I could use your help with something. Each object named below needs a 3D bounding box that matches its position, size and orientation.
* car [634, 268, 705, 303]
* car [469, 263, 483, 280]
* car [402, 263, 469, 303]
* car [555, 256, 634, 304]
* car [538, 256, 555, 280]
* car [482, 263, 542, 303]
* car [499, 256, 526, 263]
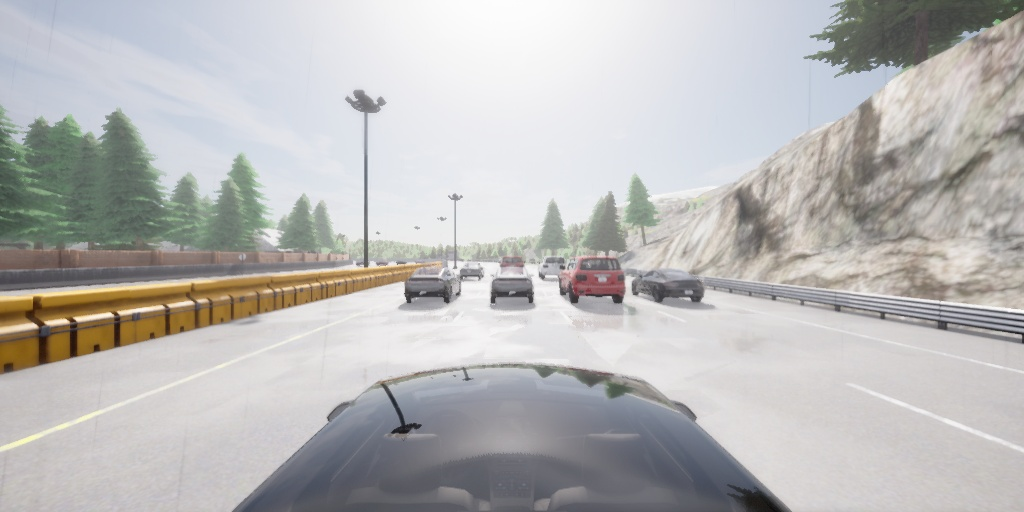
[{"bbox_3d":[7.005,1.280,16.480,1.812,1.442,4.674,0,0,0],"label":"car"},{"bbox_3d":[-3.477,1.311,31.493,2.033,1.411,5.357,0,0,0],"label":"car"},{"bbox_3d":[-3.495,1.242,16.493,2.128,1.511,4.902,0,0,0],"label":"car"},{"bbox_3d":[3.505,1.005,16.515,2.150,2.045,5.566,0,0,0],"label":"car"},{"bbox_3d":[3.523,1.005,31.515,2.150,2.045,5.566,0,0,0],"label":"car"},{"bbox_3d":[0.005,1.242,16.489,2.128,1.511,4.902,0,0,0],"label":"car"},{"bbox_3d":[0.023,1.005,31.519,2.150,2.045,5.566,0,0,0],"label":"car"}]
